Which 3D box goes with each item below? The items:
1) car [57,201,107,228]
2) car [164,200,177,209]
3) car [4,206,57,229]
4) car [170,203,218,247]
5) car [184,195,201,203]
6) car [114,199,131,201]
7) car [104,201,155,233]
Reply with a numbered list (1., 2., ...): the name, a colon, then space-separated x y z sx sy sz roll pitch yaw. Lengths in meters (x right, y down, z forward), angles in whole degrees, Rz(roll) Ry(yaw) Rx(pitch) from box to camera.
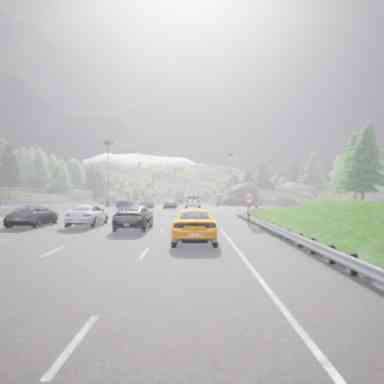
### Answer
1. car: -6.891 1.537 21.941 1.812 1.442 4.674 0 0 0
2. car: -3.332 1.939 52.495 1.994 1.385 4.181 0 -1 1
3. car: -10.392 1.571 21.835 1.994 1.385 4.181 0 0 0
4. car: 0.105 1.480 15.160 1.882 1.535 5.008 0 0 0
5. car: 0.128 1.491 47.091 2.150 2.045 5.566 0 -1 0
6. car: -10.347 1.800 51.624 1.882 1.535 5.008 0 -1 1
7. car: -3.393 1.498 19.697 2.128 1.511 4.902 0 0 0
